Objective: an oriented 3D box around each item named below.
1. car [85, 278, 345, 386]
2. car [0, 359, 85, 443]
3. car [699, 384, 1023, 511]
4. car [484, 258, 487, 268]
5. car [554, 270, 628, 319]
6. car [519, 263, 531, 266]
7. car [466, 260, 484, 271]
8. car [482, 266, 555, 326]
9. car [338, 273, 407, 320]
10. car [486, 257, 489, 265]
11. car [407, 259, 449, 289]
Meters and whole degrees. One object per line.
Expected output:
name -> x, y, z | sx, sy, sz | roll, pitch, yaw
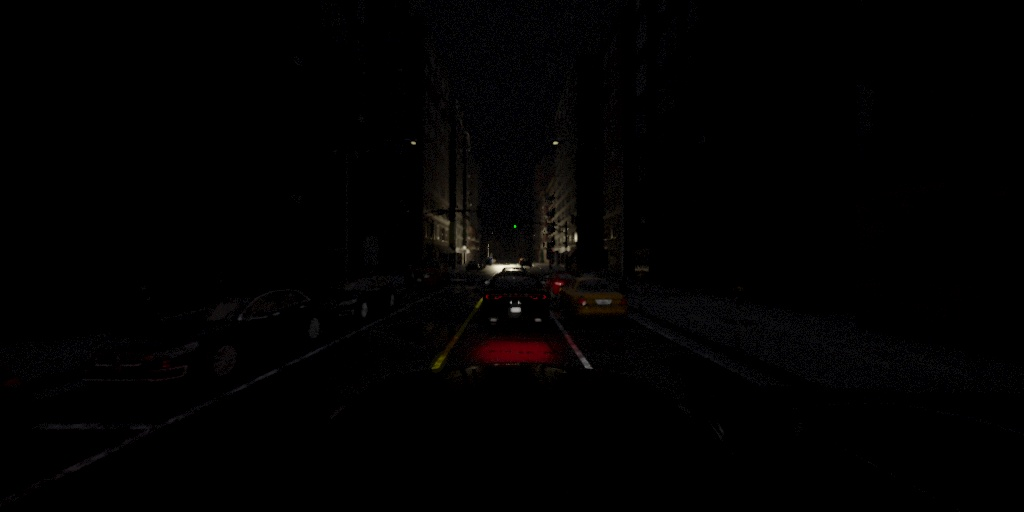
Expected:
car -> -5.386, 1.309, 7.056 | 2.007, 1.370, 4.403 | 0, 0, 0
car -> -5.387, 1.332, 1.643 | 1.802, 1.307, 4.207 | 0, 0, 0
car -> 2.638, 1.315, 1.632 | 1.948, 1.339, 4.313 | 0, 0, 0
car -> -5.374, 1.362, 55.212 | 1.888, 1.381, 4.507 | 0, 0, 0
car -> 2.641, 1.290, 12.628 | 1.751, 1.417, 4.829 | 0, 0, 0
car -> 0.107, 1.380, 24.036 | 1.895, 1.301, 4.718 | 0, 0, 0
car -> -5.375, 1.361, 49.758 | 2.007, 1.370, 4.403 | 0, 0, 0
car -> 0.103, 1.242, 11.752 | 1.882, 1.535, 5.008 | 0, 0, 0
car -> -5.384, 1.316, 12.469 | 2.007, 1.370, 4.403 | 0, 0, 0
car -> -5.372, 1.347, 60.496 | 1.751, 1.417, 4.829 | 0, 0, 0
car -> -5.382, 1.093, 23.294 | 2.192, 1.841, 5.009 | 0, 0, 0
